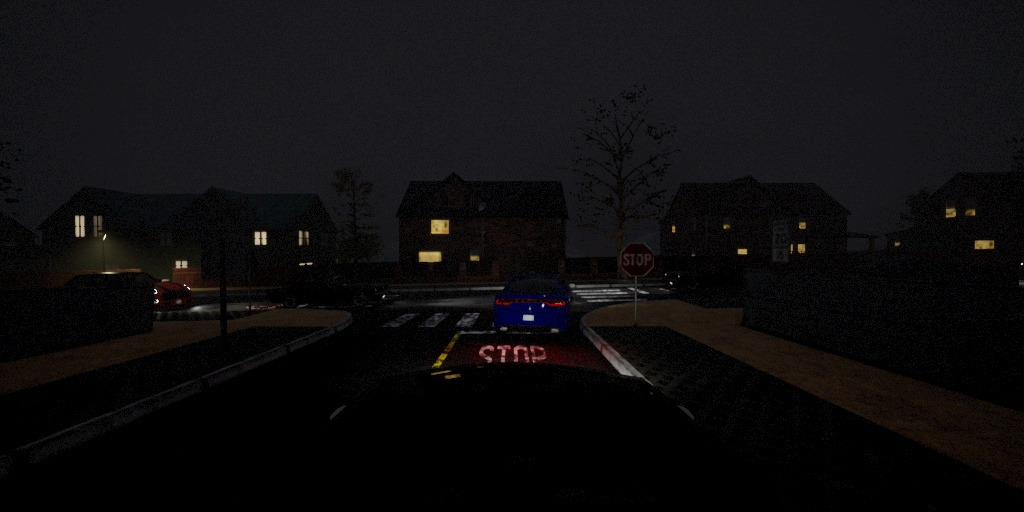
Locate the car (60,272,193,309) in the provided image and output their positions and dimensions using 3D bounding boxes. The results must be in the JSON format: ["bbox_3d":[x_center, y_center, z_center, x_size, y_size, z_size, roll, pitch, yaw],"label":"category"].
[{"bbox_3d":[-16.794,1.472,15.646,4.553,1.767,2.097,-1,1,0],"label":"car"}]

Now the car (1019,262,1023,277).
[{"bbox_3d":[29.572,0.334,18.593,4.553,1.767,2.097,-1,1,0],"label":"car"}]

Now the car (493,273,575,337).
[{"bbox_3d":[0.789,1.226,10.440,1.882,1.535,5.008,0,0,10],"label":"car"}]

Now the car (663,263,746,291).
[{"bbox_3d":[10.416,1.034,18.572,4.718,1.301,1.895,-1,1,-1],"label":"car"}]

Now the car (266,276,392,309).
[{"bbox_3d":[-7.807,1.506,15.651,4.718,1.301,1.895,-1,1,0],"label":"car"}]

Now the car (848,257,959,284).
[{"bbox_3d":[20.062,0.753,18.605,5.357,1.411,2.033,-1,1,0],"label":"car"}]
